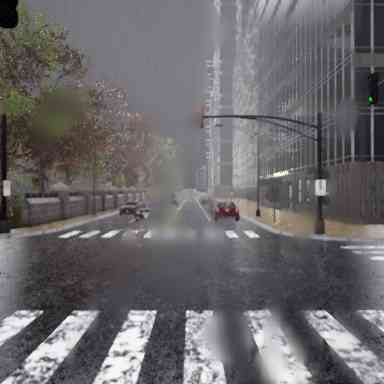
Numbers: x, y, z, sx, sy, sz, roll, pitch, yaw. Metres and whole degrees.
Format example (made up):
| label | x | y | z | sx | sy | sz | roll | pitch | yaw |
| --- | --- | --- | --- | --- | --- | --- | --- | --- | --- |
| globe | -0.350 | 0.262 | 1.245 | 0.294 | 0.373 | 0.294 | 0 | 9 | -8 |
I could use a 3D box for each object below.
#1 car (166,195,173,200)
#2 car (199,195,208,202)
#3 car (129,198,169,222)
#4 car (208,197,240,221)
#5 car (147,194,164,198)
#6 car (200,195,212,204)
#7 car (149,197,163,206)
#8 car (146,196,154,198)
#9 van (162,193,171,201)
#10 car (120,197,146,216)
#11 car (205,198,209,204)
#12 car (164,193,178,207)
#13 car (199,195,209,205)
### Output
| label | x | y | z | sx | sy | sz | roll | pitch | yaw |
| --- | --- | --- | --- | --- | --- | --- | --- | --- | --- |
| car | -6.003 | 1.389 | 88.983 | 1.802 | 1.307 | 4.206 | 0 | 0 | 0 |
| car | 2.438 | 1.391 | 72.125 | 1.752 | 1.417 | 4.829 | 0 | 0 | 0 |
| car | -3.190 | 1.451 | 25.858 | 2.128 | 1.511 | 4.902 | 0 | 0 | 0 |
| car | 2.600 | 1.399 | 26.504 | 1.967 | 1.590 | 4.097 | 0 | 0 | 0 |
| car | -5.861 | 1.238 | 49.201 | 2.192 | 1.841 | 5.009 | 0 | 0 | 0 |
| car | 2.479 | 1.338 | 60.590 | 1.967 | 1.590 | 4.097 | 0 | 0 | 0 |
| car | -5.882 | 1.493 | 54.883 | 1.802 | 1.307 | 4.206 | 0 | 0 | 0 |
| car | -5.822 | 1.493 | 37.835 | 2.008 | 1.369 | 4.403 | 0 | 0 | 0 |
| van | -5.961 | 1.189 | 77.616 | 1.690 | 1.788 | 3.998 | 0 | 0 | 0 |
| car | -5.801 | 1.495 | 32.152 | 1.887 | 1.381 | 4.507 | 0 | 0 | 0 |
| car | 2.580 | 1.516 | 32.185 | 1.947 | 1.339 | 4.313 | 0 | 0 | 0 |
| car | -3.253 | 1.143 | 49.573 | 2.150 | 2.045 | 5.566 | 0 | 0 | 0 |
| car | 2.499 | 1.477 | 54.909 | 1.947 | 1.339 | 4.313 | 0 | 0 | 0 |
